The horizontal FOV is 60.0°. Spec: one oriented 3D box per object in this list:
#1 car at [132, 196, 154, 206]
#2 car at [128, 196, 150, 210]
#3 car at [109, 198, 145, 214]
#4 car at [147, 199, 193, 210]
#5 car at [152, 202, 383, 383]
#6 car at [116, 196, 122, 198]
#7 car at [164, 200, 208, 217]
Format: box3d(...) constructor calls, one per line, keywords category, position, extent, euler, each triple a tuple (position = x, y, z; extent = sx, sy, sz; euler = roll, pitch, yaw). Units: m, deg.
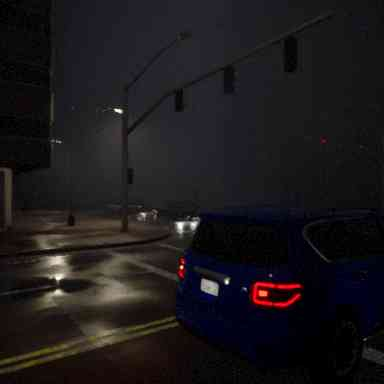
box3d(category="car", position=(-8.366, 1.552, 56.277), extent=(1.882, 1.535, 5.008), euler=(0, 0, -32))
box3d(category="car", position=(-6.264, 1.531, 40.697), extent=(1.882, 1.535, 5.008), euler=(0, 0, -36))
box3d(category="car", position=(-7.316, 1.644, 36.187), extent=(1.895, 1.301, 4.718), euler=(0, 0, -36))
box3d(category="car", position=(-1.632, 1.591, 28.466), extent=(2.033, 1.411, 5.357), euler=(0, 0, -31))
box3d(category="car", position=(2.327, 1.235, 5.597), extent=(5.566, 2.045, 2.150), euler=(0, 0, -38))
box3d(category="car", position=(-11.564, 1.415, 53.918), extent=(2.097, 1.767, 4.553), euler=(0, 0, -39))
box3d(category="car", position=(-0.695, 1.558, 33.035), extent=(1.837, 1.490, 4.892), euler=(0, 0, -36))
